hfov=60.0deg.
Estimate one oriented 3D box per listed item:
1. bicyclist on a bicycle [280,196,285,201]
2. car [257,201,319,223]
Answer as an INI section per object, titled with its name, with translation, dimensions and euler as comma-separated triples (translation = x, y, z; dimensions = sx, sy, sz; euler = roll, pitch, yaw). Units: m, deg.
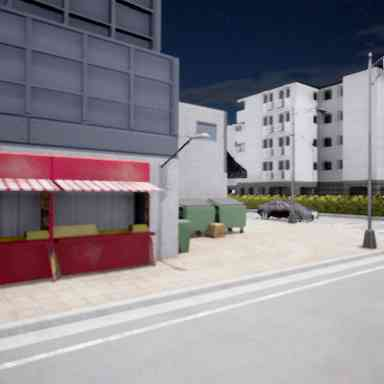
[bicyclist on a bicycle]
translation = 9.409, 1.275, 34.656
dimensions = 1.656, 1.620, 0.582
euler = 0, 0, -37
[car]
translation = 7.153, 1.425, 25.139
dimensions = 2.128, 1.511, 4.902
euler = 0, 0, -37
